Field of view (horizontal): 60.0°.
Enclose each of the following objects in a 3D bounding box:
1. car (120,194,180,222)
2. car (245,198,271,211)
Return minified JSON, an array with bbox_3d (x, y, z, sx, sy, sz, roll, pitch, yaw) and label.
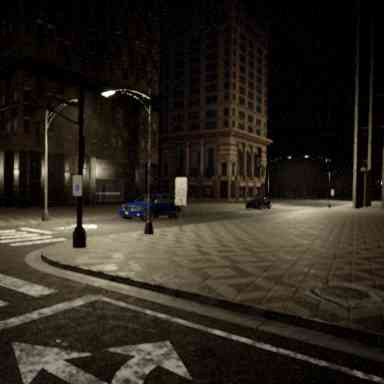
[{"bbox_3d":[-3.150,1.177,26.400,2.150,2.045,5.566,1,1,35],"label":"car"},{"bbox_3d":[8.600,1.548,42.986,1.882,1.535,5.008,1,1,36],"label":"car"}]
